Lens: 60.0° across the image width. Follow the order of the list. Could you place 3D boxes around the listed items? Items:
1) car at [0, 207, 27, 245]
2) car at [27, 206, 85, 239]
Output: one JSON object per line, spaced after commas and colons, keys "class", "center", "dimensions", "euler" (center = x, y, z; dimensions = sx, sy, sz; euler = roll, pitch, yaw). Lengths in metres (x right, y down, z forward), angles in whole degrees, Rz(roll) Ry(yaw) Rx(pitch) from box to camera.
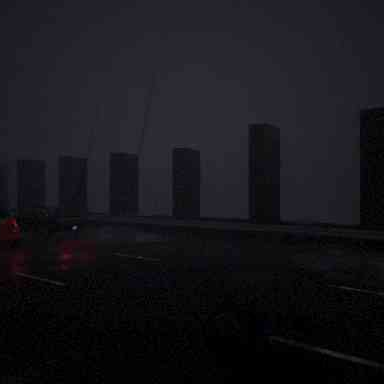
{"class": "car", "center": [-9.448, 1.363, 14.090], "dimensions": [4.553, 1.767, 2.097], "euler": [0, 0, 31]}
{"class": "car", "center": [-7.686, 1.492, 17.114], "dimensions": [4.902, 1.511, 2.128], "euler": [0, 0, 31]}
